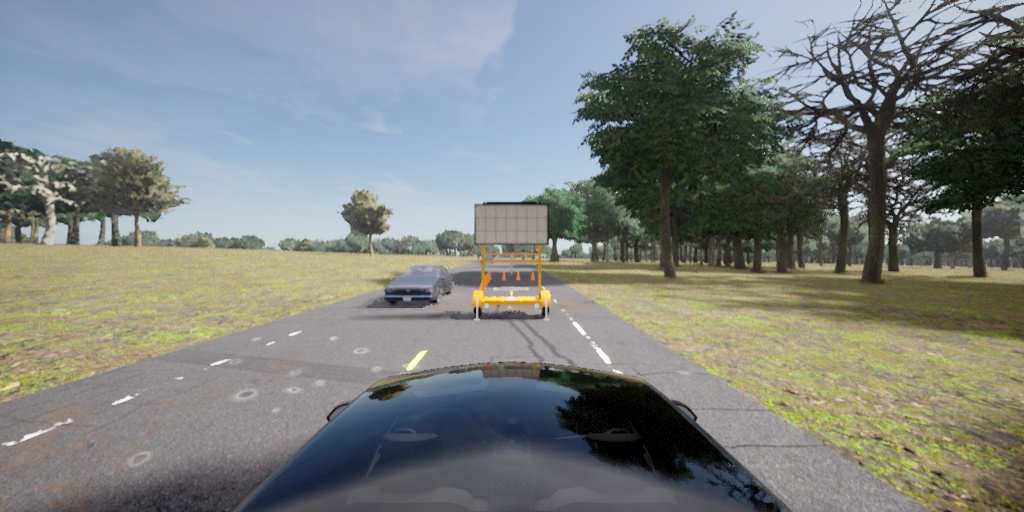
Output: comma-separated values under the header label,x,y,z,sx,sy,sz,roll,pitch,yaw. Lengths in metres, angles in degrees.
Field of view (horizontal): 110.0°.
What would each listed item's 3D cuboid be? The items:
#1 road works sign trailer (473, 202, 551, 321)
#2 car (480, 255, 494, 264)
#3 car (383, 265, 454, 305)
label,x,y,z,sx,sy,sz,roll,pitch,yaw
road works sign trailer,-0.015,0.049,11.721,2.380,3.560,2.880,0,0,0
car,-3.980,0.563,57.346,1.837,1.490,4.892,0,1,0
car,-3.630,1.081,15.059,2.033,1.411,5.357,0,1,0
